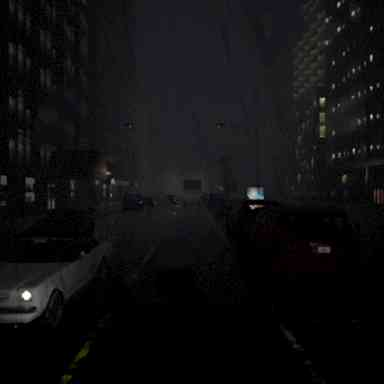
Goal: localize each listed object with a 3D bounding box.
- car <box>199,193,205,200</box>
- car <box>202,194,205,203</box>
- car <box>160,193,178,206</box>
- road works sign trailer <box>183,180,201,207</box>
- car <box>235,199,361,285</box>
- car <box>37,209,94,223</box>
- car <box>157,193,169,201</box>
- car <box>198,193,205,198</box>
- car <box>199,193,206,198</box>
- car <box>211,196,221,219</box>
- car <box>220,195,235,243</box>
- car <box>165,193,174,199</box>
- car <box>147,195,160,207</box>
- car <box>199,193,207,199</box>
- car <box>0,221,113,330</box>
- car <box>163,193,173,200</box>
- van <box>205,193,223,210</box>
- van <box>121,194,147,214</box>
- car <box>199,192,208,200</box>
[{"bbox_3d":[2.718,1.155,54.705,2.008,1.369,4.403,0,0,0],"label":"car"},{"bbox_3d":[2.713,1.236,43.327,2.008,1.369,4.403,0,0,0],"label":"car"},{"bbox_3d":[-3.065,1.157,48.041,1.837,1.490,4.892,0,0,0],"label":"car"},{"bbox_3d":[0.041,0.143,44.284,2.380,3.560,2.880,0,0,0],"label":"road works sign trailer"},{"bbox_3d":[2.702,1.247,9.193,2.192,1.841,5.009,0,0,0],"label":"car"},{"bbox_3d":[-5.679,1.457,14.906,1.947,1.339,4.313,0,0,0],"label":"car"},{"bbox_3d":[-5.657,0.965,66.107,1.967,1.590,4.097,0,0,0],"label":"car"},{"bbox_3d":[2.733,0.877,94.526,2.008,1.369,4.403,0,0,0],"label":"car"},{"bbox_3d":[2.731,0.947,88.838,1.802,1.307,4.206,0,0,0],"label":"car"},{"bbox_3d":[2.707,1.332,26.430,1.752,1.417,4.829,0,0,0],"label":"car"},{"bbox_3d":[2.704,1.206,14.881,2.192,1.841,5.009,0,0,0],"label":"car"},{"bbox_3d":[-5.652,0.950,83.174,1.887,1.381,4.507,0,0,0],"label":"car"},{"bbox_3d":[-5.667,1.252,43.352,1.947,1.339,4.313,0,0,0],"label":"car"},{"bbox_3d":[2.729,0.949,83.149,1.887,1.381,4.507,0,0,0],"label":"car"},{"bbox_3d":[-3.098,1.550,6.915,1.895,1.301,4.718,0,0,0],"label":"car"},{"bbox_3d":[-5.654,0.996,77.485,2.008,1.369,4.403,0,0,0],"label":"car"},{"bbox_3d":[2.713,1.067,37.637,1.690,1.788,3.998,0,0,0],"label":"van"},{"bbox_3d":[-5.670,1.109,31.971,1.690,1.788,3.998,0,0,0],"label":"van"},{"bbox_3d":[2.727,0.884,77.458,1.967,1.590,4.097,0,0,0],"label":"car"}]
